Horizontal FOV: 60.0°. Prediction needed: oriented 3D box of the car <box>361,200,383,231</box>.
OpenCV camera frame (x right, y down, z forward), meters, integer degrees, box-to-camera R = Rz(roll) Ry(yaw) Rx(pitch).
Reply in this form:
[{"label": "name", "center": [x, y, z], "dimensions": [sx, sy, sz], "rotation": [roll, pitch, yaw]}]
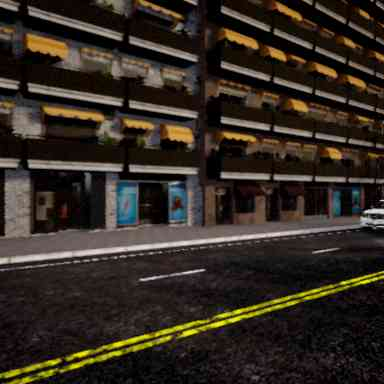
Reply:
[{"label": "car", "center": [12.865, 1.428, 20.855], "dimensions": [5.566, 2.045, 2.150], "rotation": [1, 0, -36]}]
